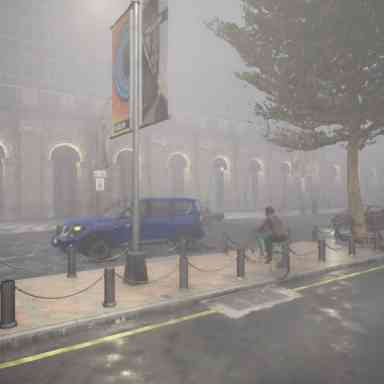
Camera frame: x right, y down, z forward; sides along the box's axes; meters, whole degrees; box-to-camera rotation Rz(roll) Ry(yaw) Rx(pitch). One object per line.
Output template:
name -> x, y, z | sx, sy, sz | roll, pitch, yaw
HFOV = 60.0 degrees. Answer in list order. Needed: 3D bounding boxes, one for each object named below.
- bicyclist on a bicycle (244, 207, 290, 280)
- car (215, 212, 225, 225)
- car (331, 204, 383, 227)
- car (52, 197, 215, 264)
bicyclist on a bicycle -> 1.925, 1.209, 8.340 | 0.582, 1.620, 1.656 | 4, 10, -31
car -> -0.236, 1.595, 21.669 | 4.718, 1.301, 1.895 | 0, 0, -35
car -> 10.808, 1.525, 21.168 | 4.674, 1.442, 1.812 | 0, 0, -34
car -> -2.112, 1.222, 12.259 | 5.566, 2.045, 2.150 | 0, 0, -35
